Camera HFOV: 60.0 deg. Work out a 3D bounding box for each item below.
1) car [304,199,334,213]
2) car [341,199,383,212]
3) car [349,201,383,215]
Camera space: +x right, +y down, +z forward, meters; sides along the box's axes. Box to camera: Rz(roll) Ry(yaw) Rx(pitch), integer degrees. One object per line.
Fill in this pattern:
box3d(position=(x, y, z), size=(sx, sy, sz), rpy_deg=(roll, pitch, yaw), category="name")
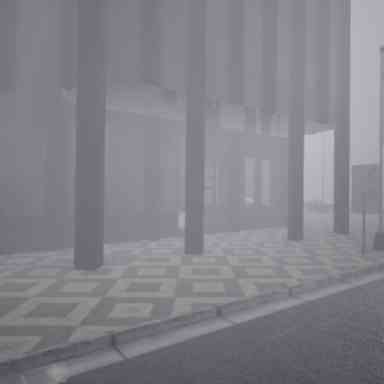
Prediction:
box3d(position=(13.066, 1.404, 33.536), size=(1.887, 1.381, 4.507), rpy_deg=(1, -1, -36), category="car")
box3d(position=(19.946, 1.528, 38.568), size=(2.008, 1.369, 4.403), rpy_deg=(1, -1, -36), category="car")
box3d(position=(16.258, 1.397, 29.094), size=(1.752, 1.417, 4.829), rpy_deg=(1, -1, -36), category="car")
